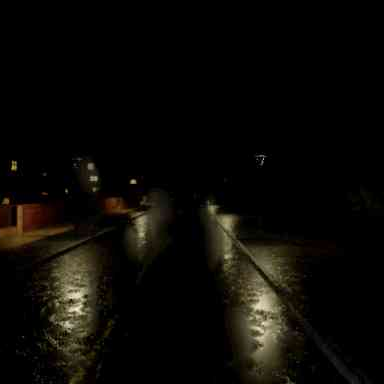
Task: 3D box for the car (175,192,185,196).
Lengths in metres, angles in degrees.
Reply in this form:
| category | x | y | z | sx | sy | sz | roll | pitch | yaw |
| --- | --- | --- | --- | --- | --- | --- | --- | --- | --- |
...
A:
| category | x | y | z | sx | sy | sz | roll | pitch | yaw |
| --- | --- | --- | --- | --- | --- | --- | --- | --- | --- |
| car | -2.739 | 0.768 | 78.828 | 2.150 | 2.045 | 5.566 | 0 | 0 | 0 |

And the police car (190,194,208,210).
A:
| category | x | y | z | sx | sy | sz | roll | pitch | yaw |
| --- | --- | --- | --- | --- | --- | --- | --- | --- | --- |
| police car | 0.967 | 1.396 | 42.047 | 1.930 | 1.638 | 5.238 | 0 | 0 | 0 |

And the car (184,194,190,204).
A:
| category | x | y | z | sx | sy | sz | roll | pitch | yaw |
| --- | --- | --- | --- | --- | --- | --- | --- | --- | --- |
| car | 0.009 | 1.499 | 60.360 | 2.033 | 1.411 | 5.357 | 0 | 0 | 0 |

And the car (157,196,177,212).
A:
| category | x | y | z | sx | sy | sz | roll | pitch | yaw |
| --- | --- | --- | --- | --- | --- | --- | --- | --- | --- |
| car | -2.837 | 1.540 | 38.117 | 1.994 | 1.385 | 4.181 | 0 | 0 | 0 |

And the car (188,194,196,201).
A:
| category | x | y | z | sx | sy | sz | roll | pitch | yaw |
| --- | --- | --- | --- | --- | --- | --- | --- | --- | --- |
| car | 0.012 | 1.246 | 76.372 | 1.837 | 1.490 | 4.892 | 0 | 0 | 0 |
